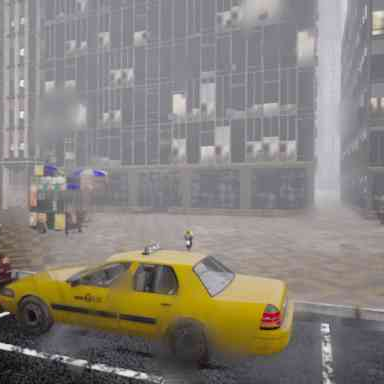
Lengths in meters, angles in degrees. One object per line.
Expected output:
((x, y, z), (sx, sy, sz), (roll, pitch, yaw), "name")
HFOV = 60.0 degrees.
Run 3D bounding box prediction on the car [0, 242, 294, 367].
((-0.881, 1.525, 5.417), (4.829, 1.417, 1.752), (0, 0, 20), "car")
